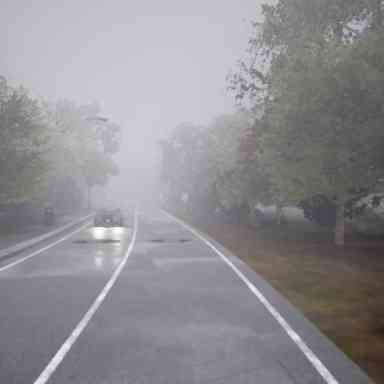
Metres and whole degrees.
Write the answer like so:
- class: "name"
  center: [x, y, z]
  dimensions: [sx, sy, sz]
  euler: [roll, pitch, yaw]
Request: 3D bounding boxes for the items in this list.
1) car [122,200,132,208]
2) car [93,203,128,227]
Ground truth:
- class: "car"
  center: [-12.818, 2.245, 65.596]
  dimensions: [1.812, 1.442, 4.674]
  euler: [1, -3, -10]
- class: "car"
  center: [-5.946, 1.732, 24.263]
  dimensions: [1.994, 1.385, 4.181]
  euler: [1, 0, -9]
